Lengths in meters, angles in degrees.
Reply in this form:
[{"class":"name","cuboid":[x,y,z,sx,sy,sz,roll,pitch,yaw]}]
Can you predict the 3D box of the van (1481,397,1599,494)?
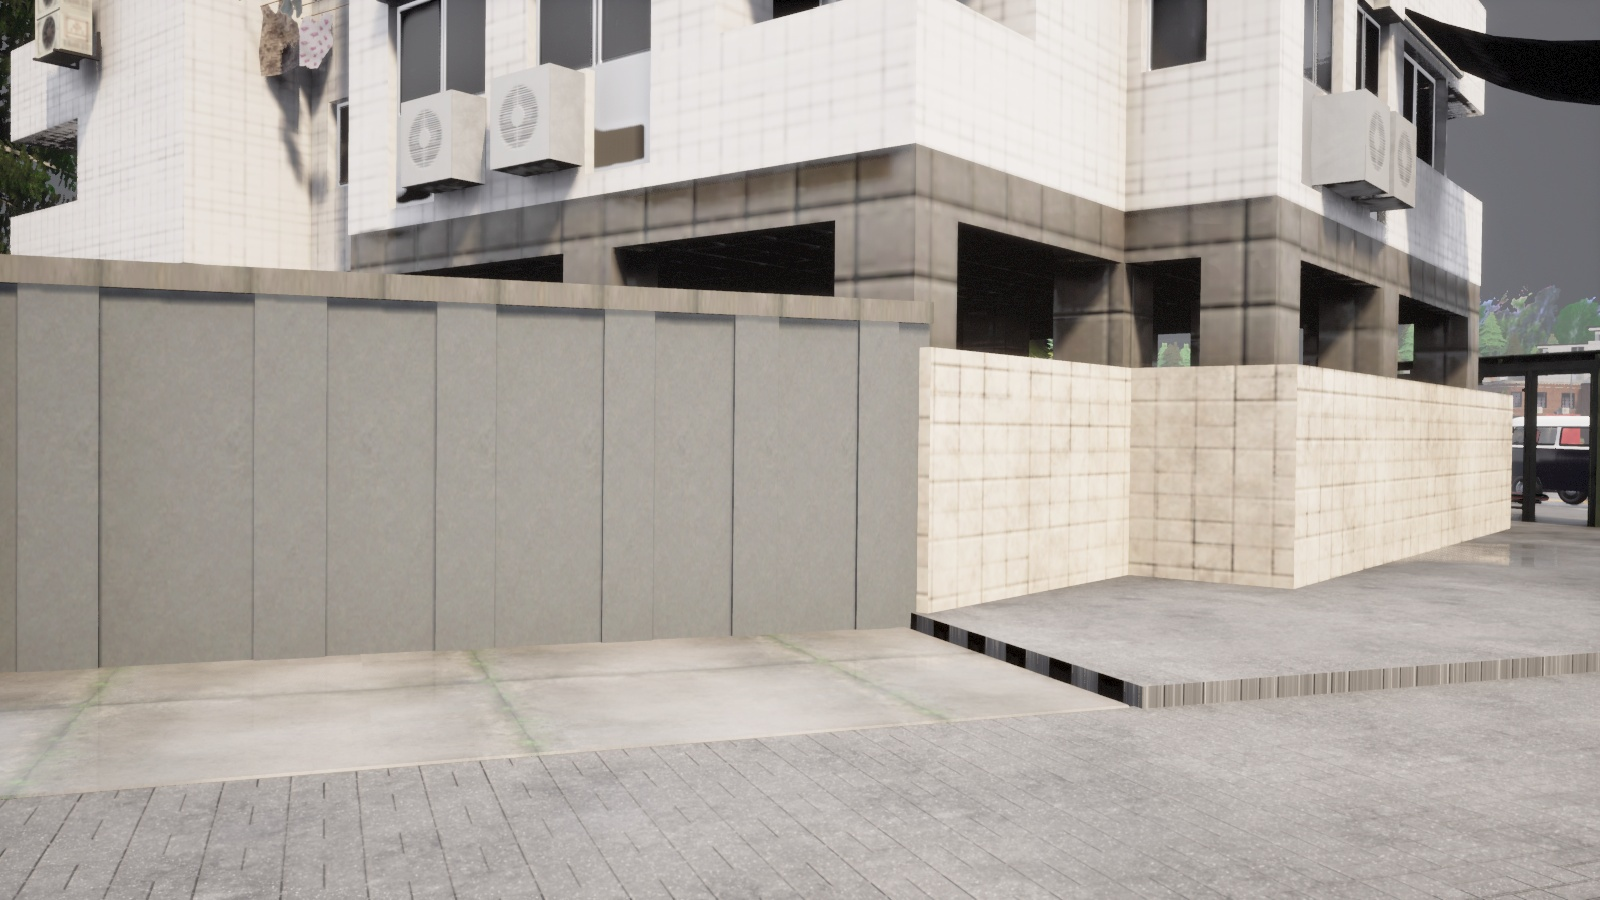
[{"class":"van","cuboid":[17.662,-0.118,27.599,2.069,2.038,4.480,-1,1,-21]}]
